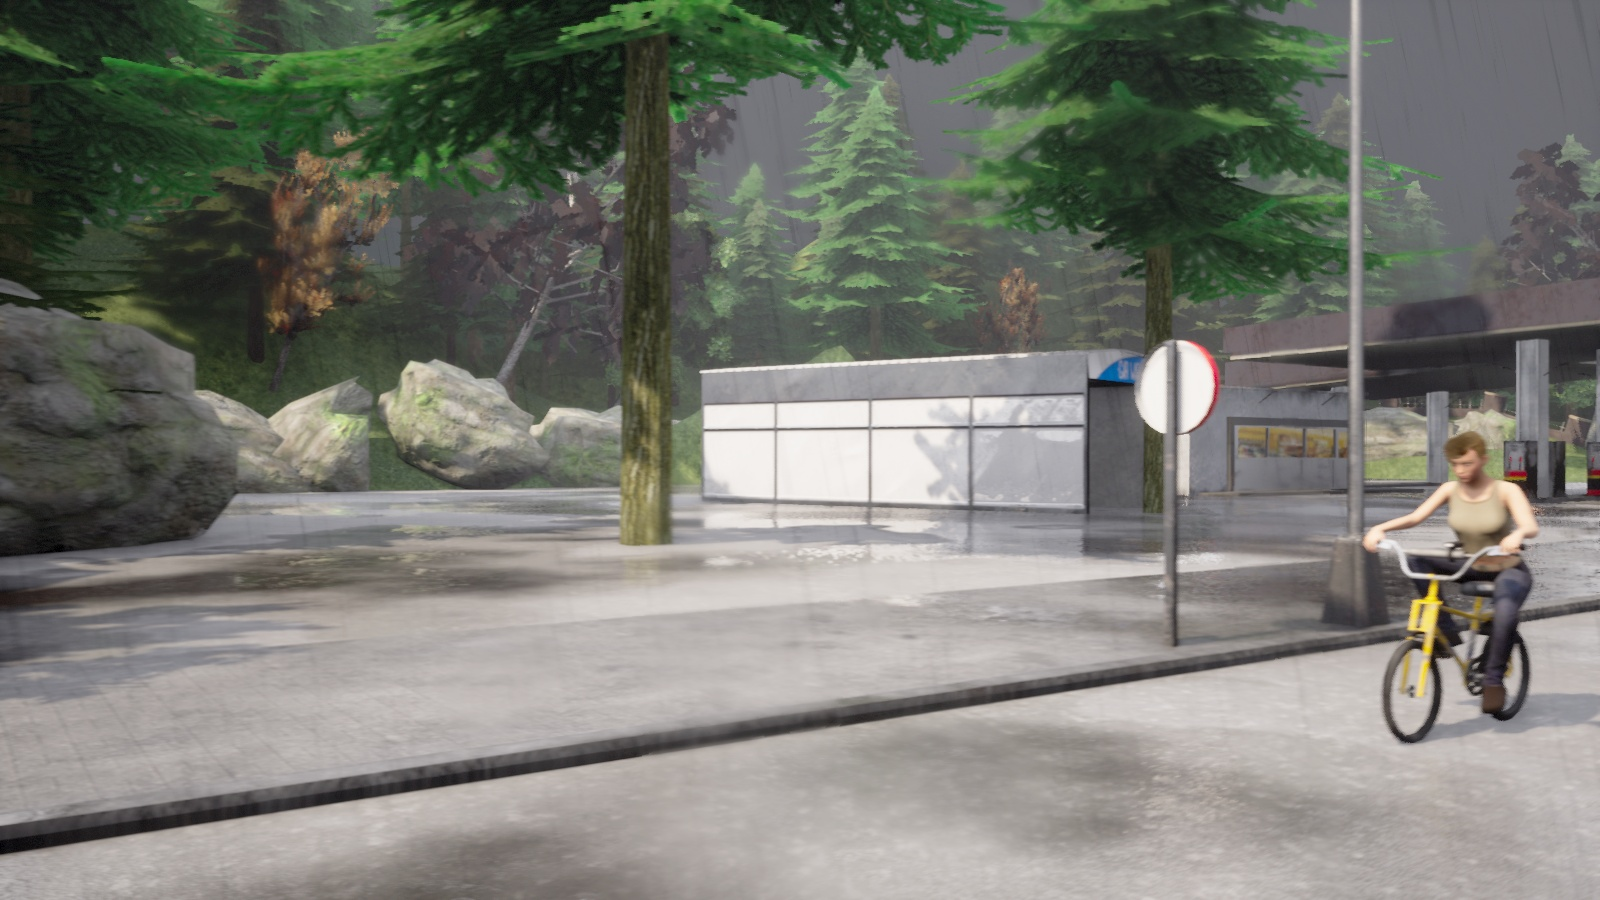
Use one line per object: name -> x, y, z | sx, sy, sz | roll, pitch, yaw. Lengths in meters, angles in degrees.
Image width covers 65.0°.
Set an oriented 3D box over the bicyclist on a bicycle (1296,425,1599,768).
bicyclist on a bicycle -> 3.485, 0.690, 6.701 | 1.509, 1.612, 0.866 | 0, 0, -35
